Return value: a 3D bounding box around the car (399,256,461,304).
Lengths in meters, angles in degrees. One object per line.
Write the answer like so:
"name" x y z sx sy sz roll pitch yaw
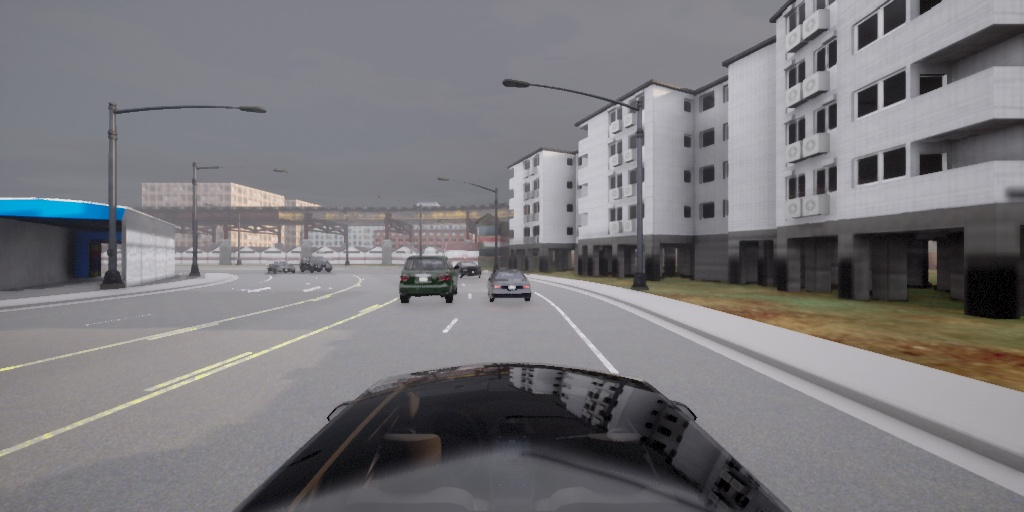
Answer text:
"car" -3.721 1.008 16.687 2.150 2.045 5.566 0 0 -5

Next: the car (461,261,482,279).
"car" -4.313 1.235 33.038 1.882 1.535 5.008 0 0 -23

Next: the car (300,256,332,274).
"car" -23.417 1.076 42.662 5.566 2.045 2.150 0 0 43

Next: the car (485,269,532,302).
"car" -0.233 1.313 16.983 2.033 1.411 5.357 0 0 -5

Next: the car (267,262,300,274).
"car" -25.833 1.350 40.129 4.181 1.385 1.994 0 0 43
